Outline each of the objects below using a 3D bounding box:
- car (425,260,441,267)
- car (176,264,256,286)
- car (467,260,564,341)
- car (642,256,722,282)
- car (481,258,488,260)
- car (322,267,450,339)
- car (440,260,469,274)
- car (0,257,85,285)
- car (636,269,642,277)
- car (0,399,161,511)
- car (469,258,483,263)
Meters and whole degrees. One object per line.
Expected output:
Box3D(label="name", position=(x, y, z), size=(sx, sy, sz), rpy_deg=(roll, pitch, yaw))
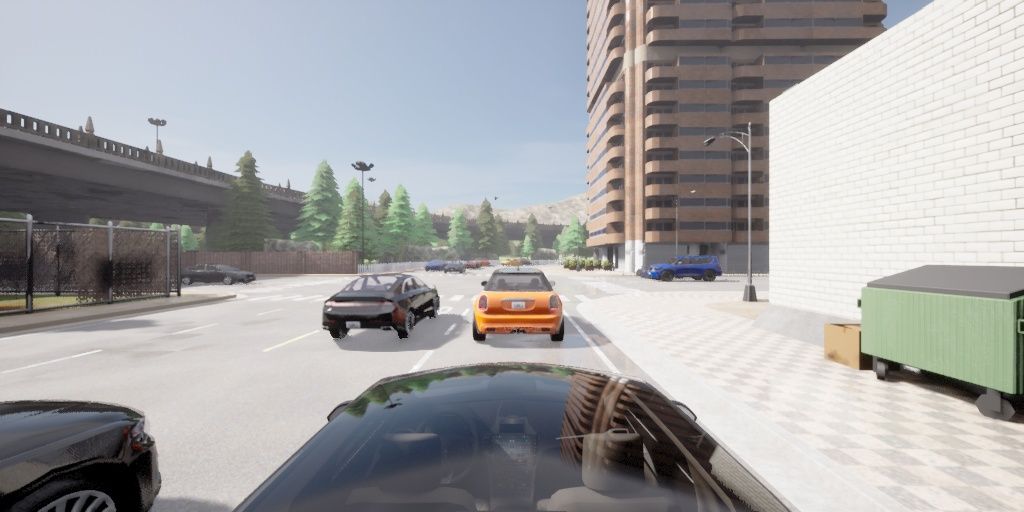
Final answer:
Box3D(label="car", position=(-9.862, 1.224, 46.660), size=(1.882, 1.535, 5.008), rpy_deg=(0, 0, 4))
Box3D(label="car", position=(-21.189, 1.306, 25.788), size=(4.892, 1.490, 1.837), rpy_deg=(1, 0, 1))
Box3D(label="car", position=(0.167, 1.101, 10.004), size=(2.097, 1.767, 4.553), rpy_deg=(0, 0, 1))
Box3D(label="car", position=(13.918, 1.020, 29.066), size=(5.566, 2.045, 2.150), rpy_deg=(-1, 0, 1))
Box3D(label="car", position=(-5.848, 1.096, 64.230), size=(2.097, 1.767, 4.553), rpy_deg=(0, 0, 27))
Box3D(label="car", position=(-3.333, 1.242, 10.018), size=(2.128, 1.511, 4.902), rpy_deg=(0, 0, 1))
Box3D(label="car", position=(-6.587, 1.311, 41.659), size=(1.994, 1.385, 4.181), rpy_deg=(0, 0, 2))
Box3D(label="car", position=(-34.572, 1.024, 25.947), size=(5.566, 2.045, 2.150), rpy_deg=(0, 0, 1))
Box3D(label="car", position=(13.528, 1.366, 32.586), size=(4.181, 1.385, 1.994), rpy_deg=(0, 0, -1))
Box3D(label="car", position=(-3.417, 1.240, 0.499), size=(2.128, 1.511, 4.902), rpy_deg=(0, 0, 1))
Box3D(label="car", position=(-6.072, 1.347, 52.319), size=(1.895, 1.301, 4.718), rpy_deg=(0, 0, 8))
